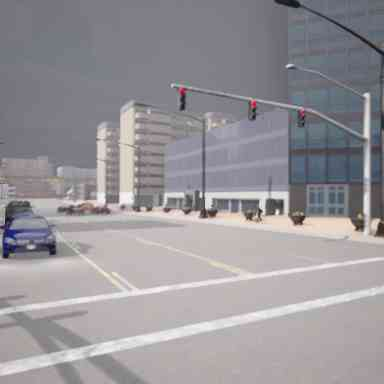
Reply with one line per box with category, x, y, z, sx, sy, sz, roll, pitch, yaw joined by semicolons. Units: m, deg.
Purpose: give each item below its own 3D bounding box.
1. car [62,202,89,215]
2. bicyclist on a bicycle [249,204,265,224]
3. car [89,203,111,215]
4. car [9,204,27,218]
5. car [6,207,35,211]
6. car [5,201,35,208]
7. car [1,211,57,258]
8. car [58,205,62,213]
car;-16.251;2.452;46.434;2.128;1.511;4.902;1;-2;-29
bicyclist on a bicycle;5.156;1.751;26.454;1.656;1.620;0.582;0;-1;-28
car;-13.186;2.593;48.121;1.895;1.301;4.718;1;-2;-28
car;-21.830;2.344;41.772;1.882;1.535;5.008;1;-1;-28
car;-10.969;1.937;21.621;1.994;1.385;4.181;1;-1;-29
car;-16.011;1.821;30.921;2.150;2.045;5.566;1;-2;-29
car;-6.805;1.737;13.915;1.812;1.442;4.674;1;-1;-28
car;-21.197;2.786;55.541;1.895;1.301;4.718;1;-2;-28
